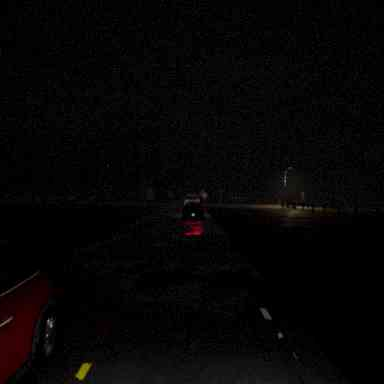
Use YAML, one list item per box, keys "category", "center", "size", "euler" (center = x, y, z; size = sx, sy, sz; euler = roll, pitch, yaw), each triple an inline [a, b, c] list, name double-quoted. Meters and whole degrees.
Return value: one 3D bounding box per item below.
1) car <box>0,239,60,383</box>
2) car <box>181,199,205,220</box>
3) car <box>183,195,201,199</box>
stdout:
- category: "car"
  center: [-2.853, 1.364, 2.775]
  size: [2.097, 1.767, 4.553]
  euler: [0, 0, -2]
- category: "car"
  center: [0.095, 1.623, 29.396]
  size: [1.837, 1.490, 4.892]
  euler: [0, -1, 0]
- category: "car"
  center: [0.035, 1.391, 44.742]
  size: [2.150, 2.045, 5.566]
  euler: [0, 0, 0]
